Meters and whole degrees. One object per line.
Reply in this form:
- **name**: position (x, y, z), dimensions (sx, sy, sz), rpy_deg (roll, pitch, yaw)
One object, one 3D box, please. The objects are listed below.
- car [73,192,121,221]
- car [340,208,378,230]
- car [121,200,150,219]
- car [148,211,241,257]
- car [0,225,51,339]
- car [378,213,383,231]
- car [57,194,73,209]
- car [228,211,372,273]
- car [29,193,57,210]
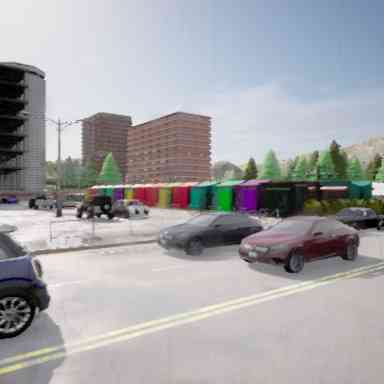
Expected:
- **car**: position (-7.344, 1.139, 25.442), dimensions (1.905, 1.878, 3.866), rpy_deg (0, 0, -37)
- **car**: position (9.344, 1.589, 19.158), dimensions (4.718, 1.301, 1.895), rpy_deg (0, 0, -35)
- **car**: position (-5.024, 1.377, 27.174), dimensions (1.970, 1.475, 3.806), rpy_deg (0, 0, -37)
- **car**: position (0.892, 1.517, 13.115), dimensions (4.674, 1.442, 1.812), rpy_deg (0, 0, -35)
- **car**: position (-4.668, 1.348, 4.958), dimensions (4.553, 1.767, 2.097), rpy_deg (0, 0, -36)
- **car**: position (11.384, 1.592, 16.313), dimensions (4.718, 1.301, 1.895), rpy_deg (0, 0, -35)
- **car**: position (-15.540, 1.336, 41.121), dimensions (1.784, 1.438, 3.905), rpy_deg (0, 0, -37)
- **car**: position (3.617, 1.519, 10.750), dimensions (4.674, 1.442, 1.812), rpy_deg (0, 0, -35)
- **car**: position (-17.893, 1.126, 39.431), dimensions (1.932, 1.855, 4.605), rpy_deg (0, 0, -37)
